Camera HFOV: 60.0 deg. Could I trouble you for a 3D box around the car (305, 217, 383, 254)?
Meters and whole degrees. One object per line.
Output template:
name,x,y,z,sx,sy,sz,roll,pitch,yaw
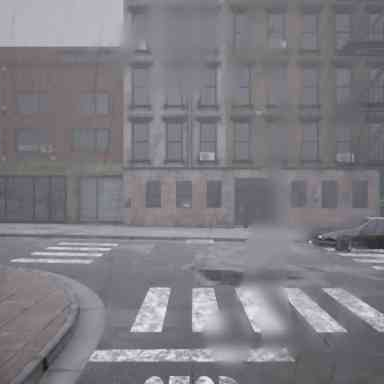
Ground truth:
car,7.621,1.757,13.874,5.357,1.411,2.033,1,0,0
